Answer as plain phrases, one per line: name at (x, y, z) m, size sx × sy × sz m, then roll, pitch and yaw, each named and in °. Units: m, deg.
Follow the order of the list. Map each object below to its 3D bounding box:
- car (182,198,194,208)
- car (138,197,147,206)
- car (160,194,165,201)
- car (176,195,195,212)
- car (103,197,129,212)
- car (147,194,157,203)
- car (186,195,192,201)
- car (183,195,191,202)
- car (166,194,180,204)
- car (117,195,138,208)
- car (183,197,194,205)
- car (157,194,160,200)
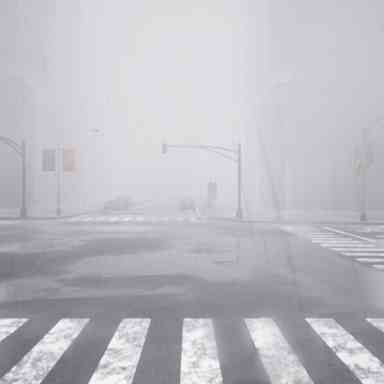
car at (-0.615, 1.599, 49.900) m, size 1.802 × 1.307 × 4.206 m, roll 0°, pitch 0°, yaw 0°
car at (-9.167, 1.553, 55.117) m, size 1.752 × 1.417 × 4.829 m, roll 0°, pitch 0°, yaw 0°
car at (-9.365, 1.667, 93.268) m, size 1.887 × 1.381 × 4.507 m, roll 0°, pitch 0°, yaw 0°
car at (-0.559, 1.436, 39.051) m, size 1.967 × 1.590 × 4.097 m, roll 0°, pitch 0°, yaw 0°
car at (-9.083, 1.562, 39.009) m, size 1.947 × 1.339 × 4.313 m, roll 0°, pitch 0°, yaw 0°
car at (-9.252, 1.647, 71.565) m, size 1.802 × 1.307 × 4.206 m, roll 0°, pitch 0°, yaw 0°
car at (-0.841, 1.667, 93.300) m, size 1.887 × 1.381 × 4.507 m, roll 0°, pitch 0°, yaw 0°
car at (-1.184, 1.571, 82.723) m, size 1.882 × 1.535 × 5.008 m, roll 0°, pitch 0°, yaw 0°
car at (-3.456, 1.652, 65.661) m, size 1.895 × 1.301 × 4.718 m, roll 0°, pitch 0°, yaw 0°
car at (-9.112, 1.322, 44.436) m, size 2.192 × 1.841 × 5.009 m, roll 0°, pitch 0°, yaw 0°
car at (-0.671, 1.585, 60.750) m, size 1.887 × 1.381 × 4.507 m, roll 0°, pitch 0°, yaw 0°
car at (-9.281, 1.393, 76.991) m, size 2.192 × 1.841 × 5.009 m, roll 0°, pitch 0°, yaw 0°
